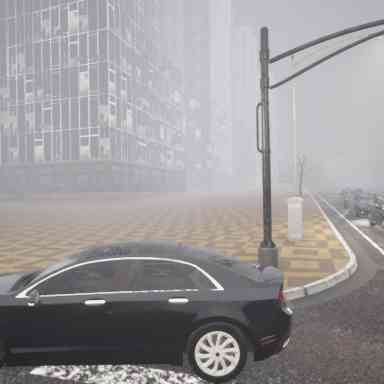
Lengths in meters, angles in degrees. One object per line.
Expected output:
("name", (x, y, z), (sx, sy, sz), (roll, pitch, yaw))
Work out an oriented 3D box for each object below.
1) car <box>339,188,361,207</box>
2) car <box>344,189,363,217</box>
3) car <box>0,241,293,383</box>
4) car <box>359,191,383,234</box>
("car", (13.008, 0.453, 26.793), (2.128, 1.511, 4.902), (-1, 2, 18))
("car", (11.023, 0.759, 20.726), (1.994, 1.385, 4.181), (-1, 2, 17))
("car", (-1.093, 1.505, 4.778), (4.892, 1.490, 1.837), (0, 0, 0))
("car", (8.983, 0.928, 14.429), (2.128, 1.511, 4.902), (-1, 2, 18))
